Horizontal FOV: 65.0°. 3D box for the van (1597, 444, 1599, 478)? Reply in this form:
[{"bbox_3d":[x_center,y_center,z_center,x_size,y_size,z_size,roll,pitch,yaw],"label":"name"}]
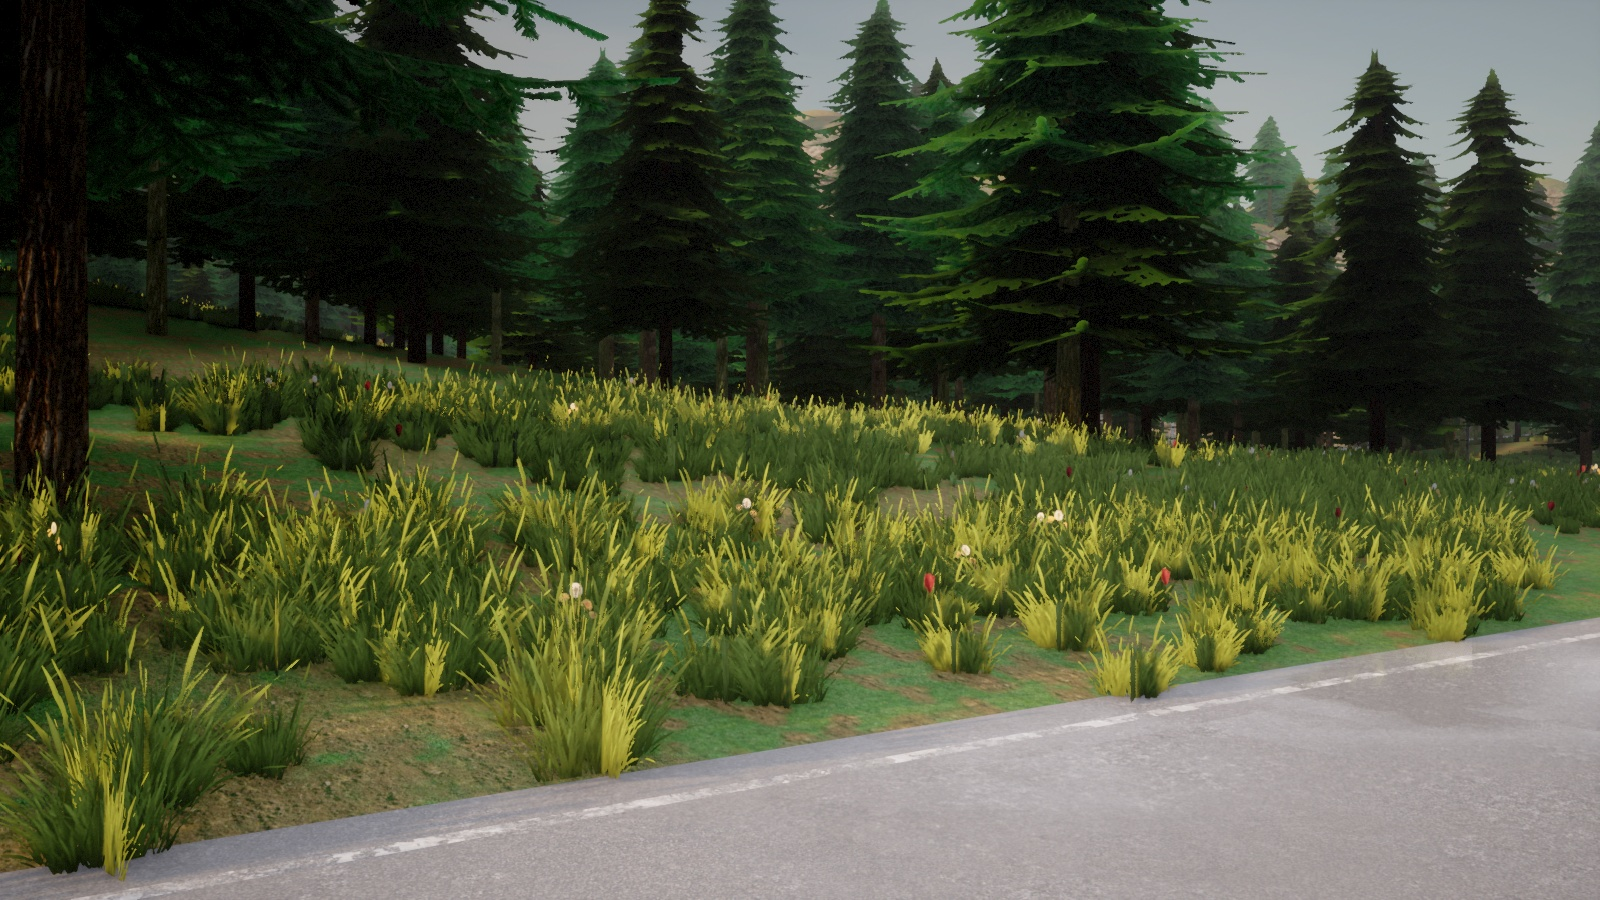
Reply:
[{"bbox_3d":[50.971,0.687,75.663,2.069,2.038,4.480,0,0,-35],"label":"van"}]
